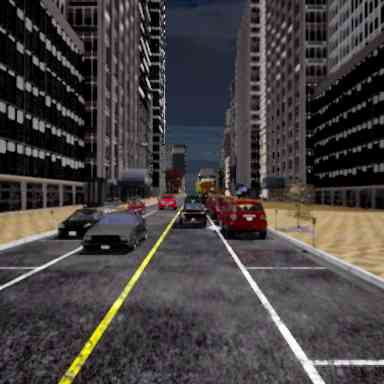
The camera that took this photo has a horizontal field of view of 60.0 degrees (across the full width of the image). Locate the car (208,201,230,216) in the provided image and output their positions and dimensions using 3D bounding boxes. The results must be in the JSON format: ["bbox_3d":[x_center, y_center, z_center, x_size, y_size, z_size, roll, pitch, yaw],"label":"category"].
[{"bbox_3d":[2.705,1.628,34.618,1.947,1.339,4.313,0,0,0],"label":"car"}]

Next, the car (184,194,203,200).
[{"bbox_3d":[0.111,1.301,43.848,2.150,2.045,5.566,0,0,0],"label":"car"}]

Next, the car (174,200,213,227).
[{"bbox_3d":[0.089,1.535,23.334,2.128,1.511,4.902,0,0,0],"label":"car"}]

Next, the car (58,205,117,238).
[{"bbox_3d":[-5.681,1.599,18.001,1.947,1.339,4.313,0,0,0],"label":"car"}]

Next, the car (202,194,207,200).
[{"bbox_3d":[2.708,1.387,40.157,2.192,1.841,5.009,0,0,0],"label":"car"}]

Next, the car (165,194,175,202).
[{"bbox_3d":[-5.660,1.461,84.473,2.192,1.841,5.009,0,0,0],"label":"car"}]

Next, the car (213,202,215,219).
[{"bbox_3d":[2.701,1.588,23.538,1.887,1.381,4.507,0,0,0],"label":"car"}]

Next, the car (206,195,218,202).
[{"bbox_3d":[2.704,1.368,29.079,2.192,1.841,5.009,0,0,0],"label":"car"}]

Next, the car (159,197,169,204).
[{"bbox_3d":[-5.666,1.701,67.855,1.802,1.307,4.206,0,0,0],"label":"car"}]

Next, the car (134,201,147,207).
[{"bbox_3d":[-5.675,1.645,34.619,1.802,1.307,4.206,0,0,0],"label":"car"}]

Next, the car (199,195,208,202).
[{"bbox_3d":[2.718,1.577,78.932,1.967,1.590,4.097,0,0,0],"label":"car"}]

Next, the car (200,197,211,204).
[{"bbox_3d":[2.714,1.685,67.853,1.947,1.339,4.313,0,0,0],"label":"car"}]

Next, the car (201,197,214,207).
[{"bbox_3d":[2.377,1.572,53.178,1.882,1.535,5.008,0,0,0],"label":"car"}]

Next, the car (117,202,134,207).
[{"bbox_3d":[-5.679,1.594,23.540,2.008,1.369,4.403,0,0,0],"label":"car"}]

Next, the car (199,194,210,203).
[{"bbox_3d":[2.717,1.443,73.393,2.192,1.841,5.009,0,0,0],"label":"car"}]

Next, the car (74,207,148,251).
[{"bbox_3d":[-3.057,1.575,14.425,2.033,1.411,5.357,0,0,0],"label":"car"}]

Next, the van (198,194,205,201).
[{"bbox_3d":[2.723,1.505,95.550,1.690,1.788,3.998,0,0,0],"label":"van"}]

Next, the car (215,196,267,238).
[{"bbox_3d":[2.701,1.348,17.999,2.192,1.841,5.009,0,0,0],"label":"car"}]

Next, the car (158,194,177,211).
[{"bbox_3d":[-3.075,1.299,43.400,2.150,2.045,5.566,0,0,0],"label":"car"}]
